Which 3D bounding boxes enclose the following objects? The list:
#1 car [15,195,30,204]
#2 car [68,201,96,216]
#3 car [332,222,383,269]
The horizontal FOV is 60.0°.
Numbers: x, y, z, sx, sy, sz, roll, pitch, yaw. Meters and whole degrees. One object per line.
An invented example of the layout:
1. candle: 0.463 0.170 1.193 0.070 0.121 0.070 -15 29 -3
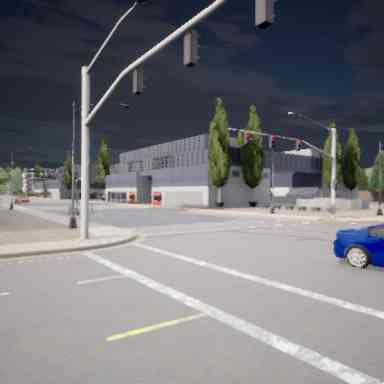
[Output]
1. car: -32.622 1.436 64.079 2.097 1.767 4.553 1 0 -36
2. car: -11.471 1.663 34.579 1.812 1.442 4.674 1 1 -36
3. car: 6.554 1.600 9.373 1.882 1.535 5.008 1 0 -36
